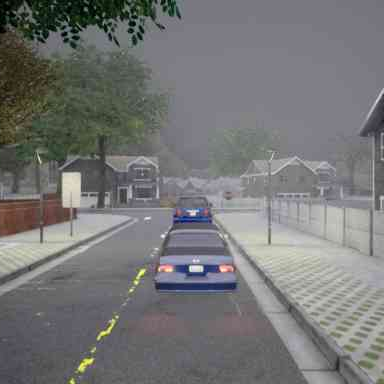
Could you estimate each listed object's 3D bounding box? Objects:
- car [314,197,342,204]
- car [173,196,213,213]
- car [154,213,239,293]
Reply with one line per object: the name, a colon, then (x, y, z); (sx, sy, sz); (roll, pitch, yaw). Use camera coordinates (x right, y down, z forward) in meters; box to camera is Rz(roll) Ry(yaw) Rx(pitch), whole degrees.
car: (16.058, 1.418, 40.768); (4.553, 1.767, 2.097); (0, 0, -14)
car: (0.046, 1.218, 19.655); (2.150, 2.045, 5.566); (0, 0, 0)
car: (0.075, 1.546, 8.994); (2.033, 1.411, 5.357); (0, 0, 0)
